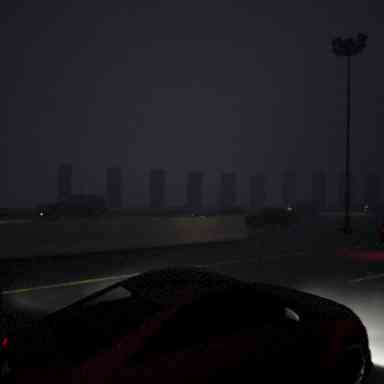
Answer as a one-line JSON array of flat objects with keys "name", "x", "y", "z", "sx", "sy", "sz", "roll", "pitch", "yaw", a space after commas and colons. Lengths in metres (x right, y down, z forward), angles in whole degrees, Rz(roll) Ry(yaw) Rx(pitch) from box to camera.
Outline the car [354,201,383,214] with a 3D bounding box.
[{"name": "car", "x": 23.905, "y": 1.934, "z": 44.399, "sx": 4.553, "sy": 1.767, "sz": 2.097, "roll": 1, "pitch": 0, "yaw": -22}]

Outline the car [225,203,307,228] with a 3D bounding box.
[{"name": "car", "x": 5.318, "y": 1.757, "z": 23.752, "sx": 5.357, "sy": 1.411, "sz": 2.033, "roll": 1, "pitch": 0, "yaw": -30}]

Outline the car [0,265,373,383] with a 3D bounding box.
[{"name": "car", "x": 0.179, "y": 1.586, "z": 3.756, "sx": 4.181, "sy": 1.385, "sz": 1.994, "roll": 1, "pitch": 0, "yaw": -35}]

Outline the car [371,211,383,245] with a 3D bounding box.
[{"name": "car", "x": 10.100, "y": 1.694, "z": 14.139, "sx": 5.008, "sy": 1.535, "sz": 1.882, "roll": 1, "pitch": 0, "yaw": -30}]

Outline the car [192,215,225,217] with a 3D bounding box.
[{"name": "car", "x": 2.599, "y": 1.735, "z": 26.220, "sx": 5.357, "sy": 1.411, "sz": 2.033, "roll": 1, "pitch": 0, "yaw": -30}]

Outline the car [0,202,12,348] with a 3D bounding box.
[{"name": "car", "x": -5.512, "y": 1.169, "z": 4.050, "sx": 5.566, "sy": 2.045, "sz": 2.150, "roll": 1, "pitch": -1, "yaw": -36}]

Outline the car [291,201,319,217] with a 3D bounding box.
[{"name": "car", "x": 11.031, "y": 1.702, "z": 34.707, "sx": 4.553, "sy": 1.767, "sz": 2.097, "roll": 1, "pitch": 0, "yaw": -27}]
